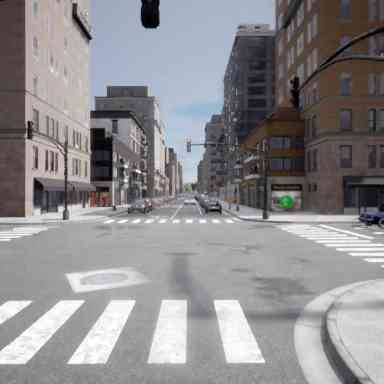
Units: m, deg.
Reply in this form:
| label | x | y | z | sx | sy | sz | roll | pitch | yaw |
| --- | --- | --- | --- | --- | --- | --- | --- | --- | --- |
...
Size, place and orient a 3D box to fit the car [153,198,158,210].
| label | x | y | z | sx | sy | sz | roll | pitch | yaw |
| --- | --- | --- | --- | --- | --- | --- | --- | --- | --- |
| car | -5.777 | 1.490 | 41.686 | 1.967 | 1.590 | 4.097 | 0 | 0 | 0 |

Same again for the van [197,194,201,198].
| label | x | y | z | sx | sy | sz | roll | pitch | yaw |
| --- | --- | --- | --- | --- | --- | --- | --- | --- | --- |
| van | 2.230 | 1.424 | 58.227 | 1.690 | 1.788 | 3.998 | 0 | 0 | 0 |

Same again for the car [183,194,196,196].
| label | x | y | z | sx | sy | sz | roll | pitch | yaw |
| --- | --- | --- | --- | --- | --- | --- | --- | --- | --- |
| car | -0.422 | 1.664 | 73.454 | 2.033 | 1.411 | 5.357 | 0 | 0 | 0 |

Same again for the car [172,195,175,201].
| label | x | y | z | sx | sy | sz | roll | pitch | yaw |
| --- | --- | --- | --- | --- | --- | --- | --- | --- | --- |
| car | -5.819 | 1.694 | 80.261 | 2.008 | 1.369 | 4.403 | 0 | 0 | 0 |

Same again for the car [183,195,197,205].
| label | x | y | z | sx | sy | sz | roll | pitch | yaw |
| --- | --- | --- | --- | --- | --- | --- | --- | --- | --- |
| car | -0.312 | 1.686 | 59.105 | 1.895 | 1.301 | 4.718 | 0 | 0 | 0 |

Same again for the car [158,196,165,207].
| label | x | y | z | sx | sy | sz | roll | pitch | yaw |
| --- | --- | --- | --- | --- | --- | --- | --- | --- | --- |
| car | -5.789 | 1.653 | 52.707 | 1.802 | 1.307 | 4.206 | 0 | 0 | 0 |

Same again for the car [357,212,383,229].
| label | x | y | z | sx | sy | sz | roll | pitch | yaw |
| --- | --- | --- | --- | --- | --- | --- | --- | --- | --- |
| car | 12.991 | 1.553 | 20.726 | 4.718 | 1.301 | 1.895 | 0 | 0 | 0 |

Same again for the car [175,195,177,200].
| label | x | y | z | sx | sy | sz | roll | pitch | yaw |
| --- | --- | --- | --- | --- | --- | --- | --- | --- | --- |
| car | -5.831 | 1.721 | 91.283 | 1.887 | 1.381 | 4.507 | 0 | 0 | 0 |

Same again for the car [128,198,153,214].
| label | x | y | z | sx | sy | sz | roll | pitch | yaw |
| --- | --- | --- | --- | --- | --- | --- | --- | --- | --- |
| car | -5.771 | 1.480 | 36.176 | 1.967 | 1.590 | 4.097 | 0 | 0 | 0 |

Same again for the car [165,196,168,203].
| label | x | y | z | sx | sy | sz | roll | pitch | yaw |
| --- | --- | --- | --- | --- | --- | --- | --- | --- | --- |
| car | -5.795 | 1.634 | 58.218 | 2.008 | 1.369 | 4.403 | 0 | 0 | 0 |

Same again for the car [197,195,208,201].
| label | x | y | z | sx | sy | sz | roll | pitch | yaw |
| --- | --- | --- | --- | --- | --- | --- | --- | --- | --- |
| car | 2.235 | 1.637 | 52.717 | 1.947 | 1.339 | 4.313 | 0 | 0 | 0 |

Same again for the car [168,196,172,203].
| label | x | y | z | sx | sy | sz | roll | pitch | yaw |
| --- | --- | --- | --- | --- | --- | --- | --- | --- | --- |
| car | -5.807 | 1.552 | 69.240 | 1.967 | 1.590 | 4.097 | 0 | 0 | 0 |

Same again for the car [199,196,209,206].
| label | x | y | z | sx | sy | sz | roll | pitch | yaw |
| --- | --- | --- | --- | --- | --- | --- | --- | --- | --- |
| car | 2.242 | 1.641 | 47.206 | 1.802 | 1.307 | 4.206 | 0 | 0 | 0 |

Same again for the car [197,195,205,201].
| label | x | y | z | sx | sy | sz | roll | pitch | yaw |
| --- | --- | --- | --- | --- | --- | --- | --- | --- | --- |
| car | 2.200 | 1.600 | 85.781 | 1.967 | 1.590 | 4.097 | 0 | 0 | 0 |

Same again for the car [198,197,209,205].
| label | x | y | z | sx | sy | sz | roll | pitch | yaw |
| --- | --- | --- | --- | --- | --- | --- | --- | --- | --- |
| car | 2.224 | 1.647 | 63.738 | 2.008 | 1.369 | 4.403 | 0 | 0 | 0 |

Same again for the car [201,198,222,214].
| label | x | y | z | sx | sy | sz | roll | pitch | yaw |
| --- | --- | --- | --- | --- | --- | --- | --- | --- | --- |
| car | 2.254 | 1.606 | 36.183 | 1.947 | 1.339 | 4.313 | 0 | 0 | 0 |
